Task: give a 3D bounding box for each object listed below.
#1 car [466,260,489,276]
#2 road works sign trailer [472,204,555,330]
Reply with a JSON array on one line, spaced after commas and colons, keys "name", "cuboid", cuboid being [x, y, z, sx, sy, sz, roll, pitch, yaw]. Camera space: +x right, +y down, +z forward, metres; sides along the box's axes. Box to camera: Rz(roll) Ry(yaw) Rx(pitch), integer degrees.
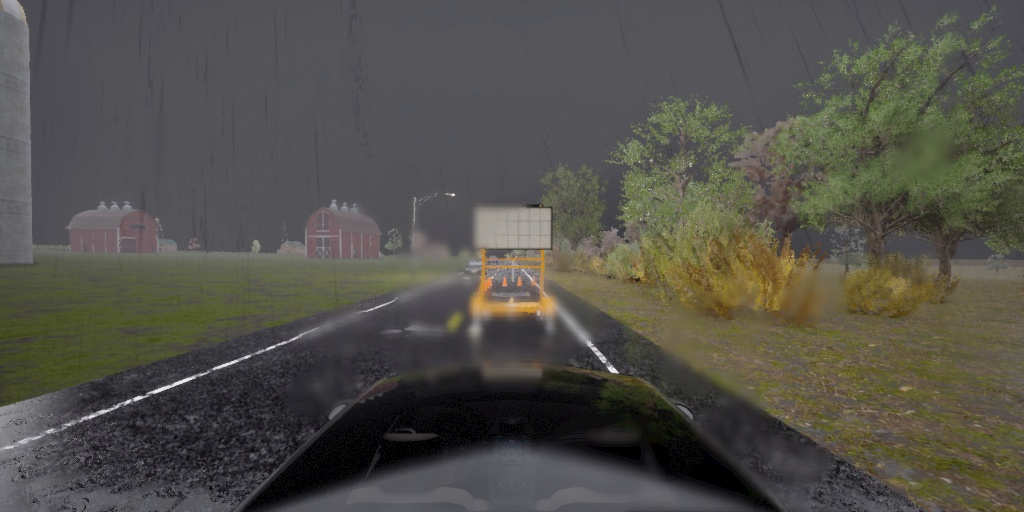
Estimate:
[{"name": "car", "cuboid": [-3.694, 1.273, 37.607, 1.812, 1.442, 4.674, 0, 0, -1]}, {"name": "road works sign trailer", "cuboid": [0.037, 0.213, 11.122, 2.380, 3.560, 2.880, 0, 0, 0]}]
